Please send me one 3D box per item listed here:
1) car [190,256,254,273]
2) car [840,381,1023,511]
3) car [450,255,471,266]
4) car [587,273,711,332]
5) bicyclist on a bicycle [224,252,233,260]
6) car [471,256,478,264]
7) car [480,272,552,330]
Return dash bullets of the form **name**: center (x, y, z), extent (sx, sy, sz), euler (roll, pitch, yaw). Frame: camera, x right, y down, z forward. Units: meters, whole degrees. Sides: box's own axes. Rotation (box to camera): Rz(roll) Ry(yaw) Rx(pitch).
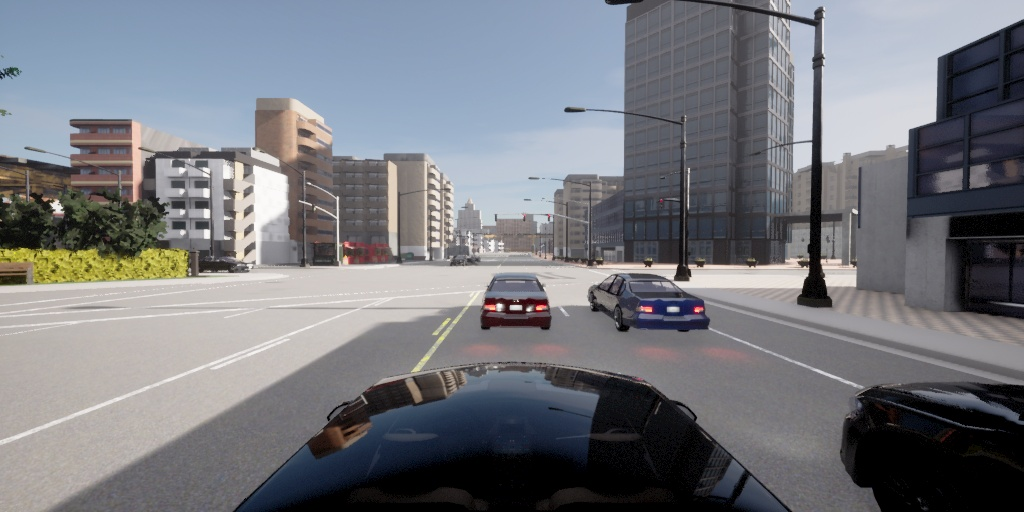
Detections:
- **car**: center (-25.446, 0.736, 31.538), extent (4.902, 1.511, 2.128), euler (0, 1, 0)
- **car**: center (3.605, 1.254, 0.908), extent (2.128, 1.511, 4.902), euler (0, 0, 0)
- **car**: center (-7.101, 0.588, 48.060), extent (1.837, 1.490, 4.892), euler (0, 0, 0)
- **car**: center (3.608, 1.208, 10.544), extent (2.033, 1.411, 5.357), euler (0, 1, 0)
- **bicyclist on a bicycle**: center (-30.801, 0.393, 39.049), extent (0.582, 1.620, 1.656), euler (0, 1, 0)
- **car**: center (-7.098, 0.611, 58.145), extent (1.895, 1.301, 4.718), euler (0, 0, 0)
- **car**: center (0.091, 1.195, 10.728), extent (2.033, 1.411, 5.357), euler (0, 1, 0)
